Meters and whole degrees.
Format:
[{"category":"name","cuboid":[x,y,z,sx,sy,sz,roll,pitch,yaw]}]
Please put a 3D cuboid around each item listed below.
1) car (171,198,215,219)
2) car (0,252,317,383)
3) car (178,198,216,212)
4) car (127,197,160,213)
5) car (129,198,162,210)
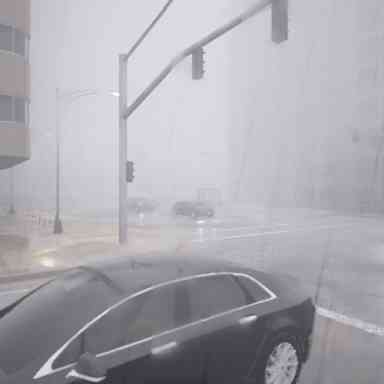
[{"category":"car","cuboid":[-0.027,1.505,29.235,1.837,1.490,4.892,0,0,-36]},{"category":"car","cuboid":[-0.686,1.505,3.503,4.892,1.490,1.837,0,0,-36]},{"category":"car","cuboid":[0.482,1.491,40.725,2.128,1.511,4.902,0,0,-36]},{"category":"car","cuboid":[-5.932,1.352,37.334,2.097,1.767,4.553,0,0,-37]},{"category":"car","cuboid":[-6.205,1.547,43.963,2.033,1.411,5.357,0,0,-36]}]
